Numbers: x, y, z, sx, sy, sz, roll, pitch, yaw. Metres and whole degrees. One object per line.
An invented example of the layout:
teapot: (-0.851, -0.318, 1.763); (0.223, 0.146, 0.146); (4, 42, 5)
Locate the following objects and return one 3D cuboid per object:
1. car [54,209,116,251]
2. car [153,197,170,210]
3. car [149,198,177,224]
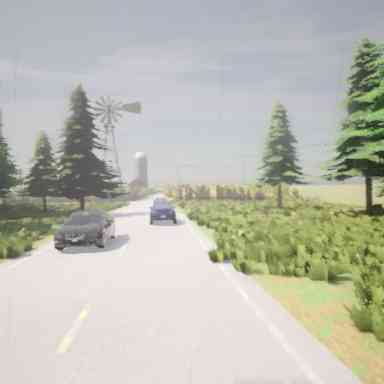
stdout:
car: (-4.543, 1.555, 14.665); (1.837, 1.490, 4.892); (-2, 0, -5)
car: (-3.920, 1.425, 42.236); (2.033, 1.411, 5.357); (-2, 0, -6)
car: (-2.120, 1.452, 24.162); (1.812, 1.442, 4.674); (-2, 1, -6)
